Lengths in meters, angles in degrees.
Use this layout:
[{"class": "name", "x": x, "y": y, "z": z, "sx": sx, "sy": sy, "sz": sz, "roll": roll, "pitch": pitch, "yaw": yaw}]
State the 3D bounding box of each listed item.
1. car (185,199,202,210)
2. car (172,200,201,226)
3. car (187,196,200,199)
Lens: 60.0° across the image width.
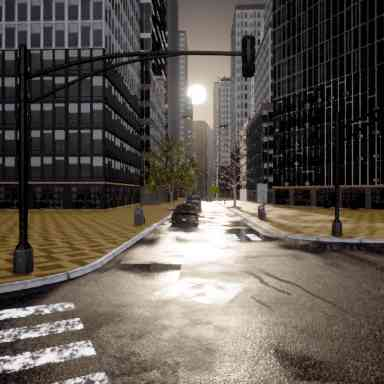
[{"class": "car", "x": -0.114, "y": 1.777, "z": 35.644, "sx": 1.812, "sy": 1.442, "sz": 4.674, "roll": 0, "pitch": 0, "yaw": 2}, {"class": "car", "x": -0.462, "y": 1.654, "z": 25.431, "sx": 1.882, "sy": 1.535, "sz": 5.008, "roll": 0, "pitch": 0, "yaw": 2}, {"class": "car", "x": 0.245, "y": 1.554, "z": 46.298, "sx": 2.150, "sy": 2.045, "sz": 5.566, "roll": 0, "pitch": 0, "yaw": 2}]
